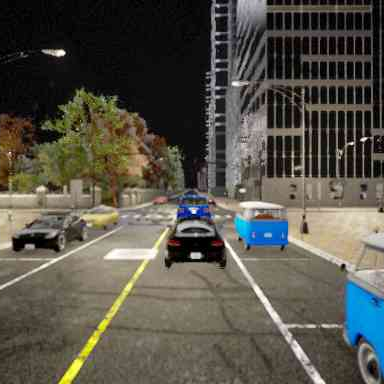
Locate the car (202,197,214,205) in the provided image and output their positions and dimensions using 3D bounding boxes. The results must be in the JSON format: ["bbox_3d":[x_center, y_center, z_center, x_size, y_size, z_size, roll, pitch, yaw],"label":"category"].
[{"bbox_3d":[2.734,1.575,57.802,1.947,1.339,4.313,0,0,0],"label":"car"}]

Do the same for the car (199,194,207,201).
[{"bbox_3d":[2.756,1.441,86.207,1.967,1.590,4.097,0,0,0],"label":"car"}]

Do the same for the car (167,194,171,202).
[{"bbox_3d":[-5.643,1.560,63.488,2.008,1.369,4.403,0,0,0],"label":"car"}]

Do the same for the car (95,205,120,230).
[{"bbox_3d":[-5.802,1.532,21.235,1.752,1.417,4.829,0,0,0],"label":"car"}]

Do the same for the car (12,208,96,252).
[{"bbox_3d":[-5.759,1.572,14.000,1.947,1.339,4.313,0,0,0],"label":"car"}]

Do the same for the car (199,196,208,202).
[{"bbox_3d":[2.751,1.571,80.526,1.947,1.339,4.313,0,0,0],"label":"car"}]

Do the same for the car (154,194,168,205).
[{"bbox_3d":[-5.647,1.553,57.805,1.887,1.381,4.507,0,0,0],"label":"car"}]

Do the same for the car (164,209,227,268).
[{"bbox_3d":[0.111,1.532,11.192,1.812,1.442,4.674,0,0,0],"label":"car"}]

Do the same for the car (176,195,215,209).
[{"bbox_3d":[0.117,1.228,22.073,2.150,2.045,5.566,0,0,0],"label":"car"}]

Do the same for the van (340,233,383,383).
[{"bbox_3d":[2.695,1.344,2.599,1.690,1.788,3.998,0,0,0],"label":"van"}]

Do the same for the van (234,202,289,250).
[{"bbox_3d":[2.785,1.348,13.996,1.690,1.788,3.998,0,0,0],"label":"van"}]
